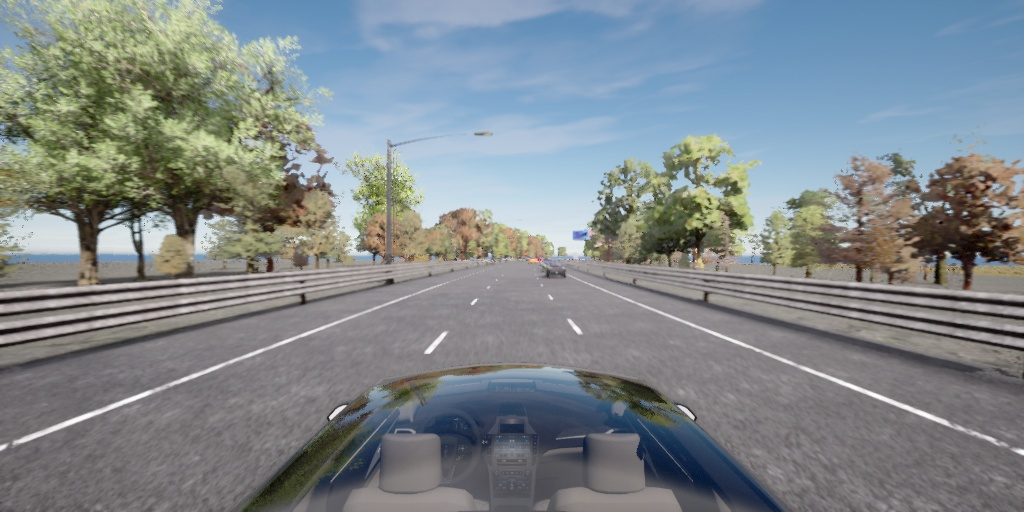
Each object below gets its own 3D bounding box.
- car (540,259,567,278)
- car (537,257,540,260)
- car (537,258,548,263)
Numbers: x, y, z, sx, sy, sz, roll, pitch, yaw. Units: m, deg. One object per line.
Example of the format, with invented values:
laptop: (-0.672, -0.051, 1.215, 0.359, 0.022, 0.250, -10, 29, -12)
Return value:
car: (4.149, 1.288, 34.561, 2.128, 1.511, 4.902, 0, 0, 2)
car: (5.347, 1.321, 56.283, 2.128, 1.511, 4.902, 0, 0, 4)
car: (4.672, 1.302, 45.426, 2.128, 1.511, 4.902, 0, 0, 3)
